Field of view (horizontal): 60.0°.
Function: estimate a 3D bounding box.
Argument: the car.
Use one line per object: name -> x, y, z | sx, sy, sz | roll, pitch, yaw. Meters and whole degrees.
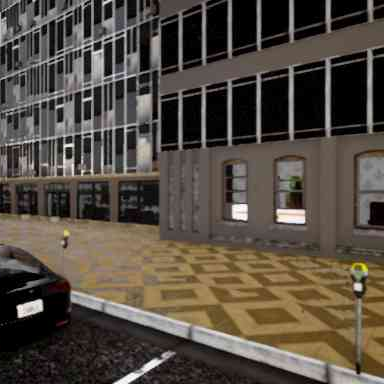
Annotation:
car -> -3.815, 1.568, 5.589 | 4.313, 1.339, 1.947 | 0, 0, 35
